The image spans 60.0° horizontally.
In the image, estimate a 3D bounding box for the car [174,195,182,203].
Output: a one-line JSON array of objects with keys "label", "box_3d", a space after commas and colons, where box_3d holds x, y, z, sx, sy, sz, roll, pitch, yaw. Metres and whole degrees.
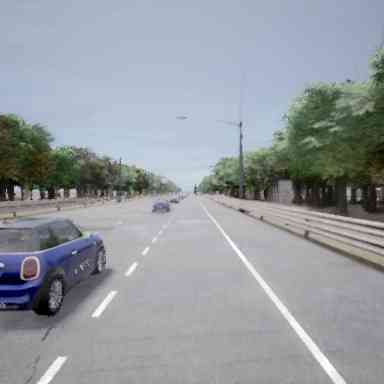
[{"label": "car", "box_3d": [-3.512, 1.647, 68.432, 1.895, 1.301, 4.718, 0, 0, 0]}]

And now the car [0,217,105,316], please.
[{"label": "car", "box_3d": [-3.509, 1.354, 7.667, 2.097, 1.767, 4.553, 0, 0, 0]}]

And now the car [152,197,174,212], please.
[{"label": "car", "box_3d": [-3.523, 1.539, 39.244, 1.812, 1.442, 4.674, 0, 0, 0]}]
